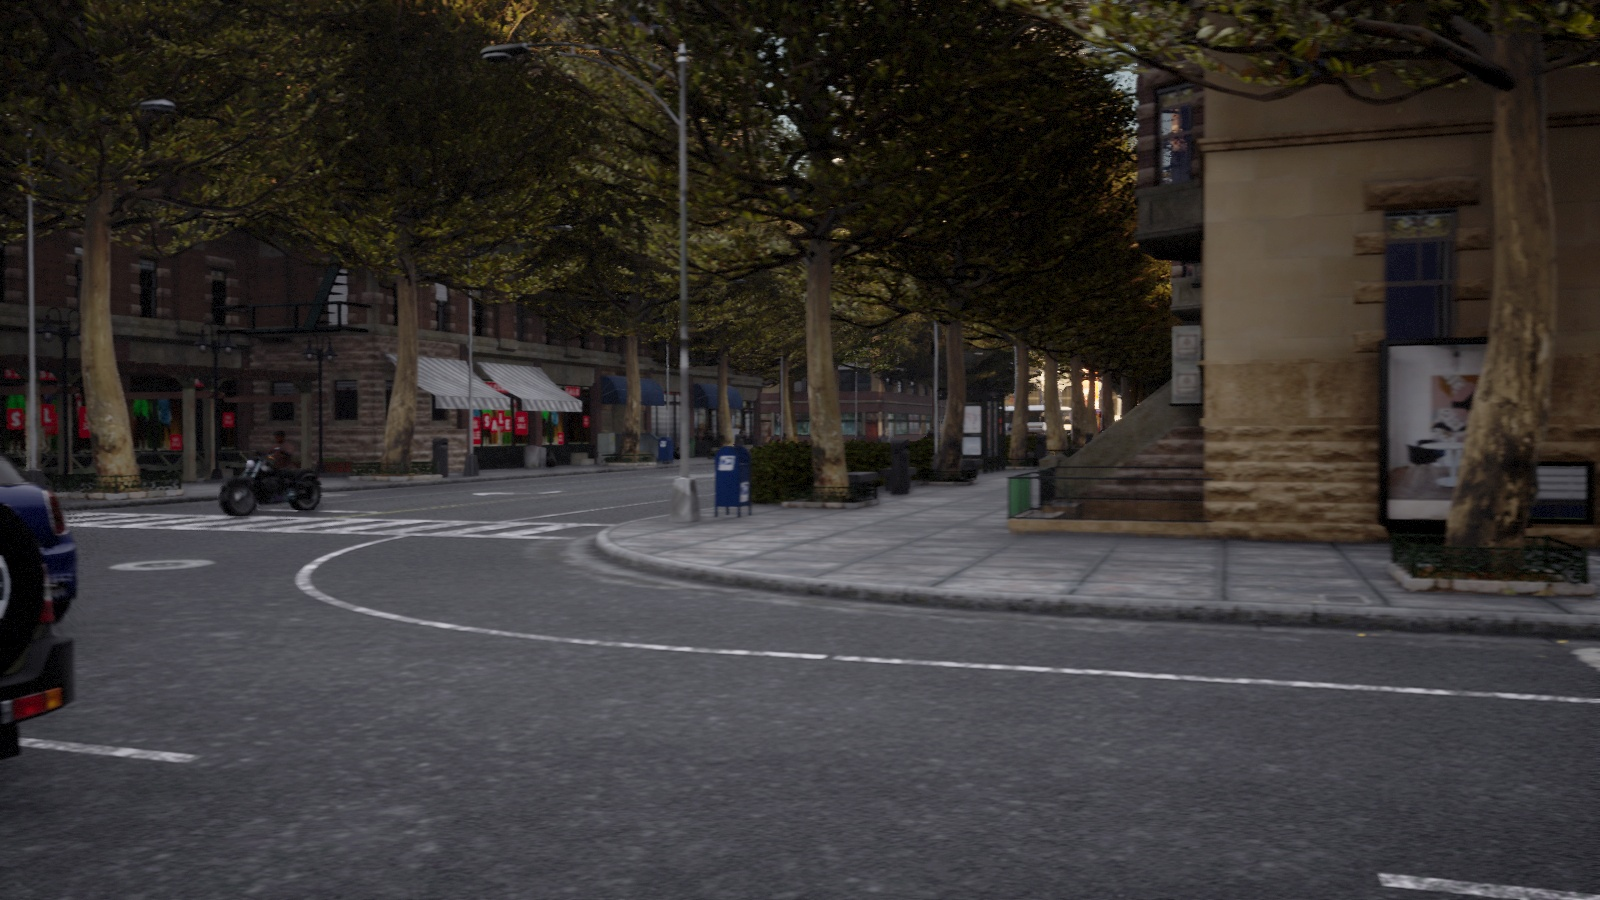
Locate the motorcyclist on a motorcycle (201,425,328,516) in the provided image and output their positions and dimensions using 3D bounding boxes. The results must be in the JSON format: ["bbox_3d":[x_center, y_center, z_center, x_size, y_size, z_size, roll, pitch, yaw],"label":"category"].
[{"bbox_3d":[-10.202,0.354,24.041,0.766,1.649,2.350,0,1,23],"label":"motorcyclist on a motorcycle"}]

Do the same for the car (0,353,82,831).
[{"bbox_3d":[-5.474,0.542,5.032,4.605,1.855,1.932,1,1,19],"label":"car"}]

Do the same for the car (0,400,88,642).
[{"bbox_3d":[-8.094,0.501,9.606,4.553,1.767,2.097,1,1,19],"label":"car"}]
